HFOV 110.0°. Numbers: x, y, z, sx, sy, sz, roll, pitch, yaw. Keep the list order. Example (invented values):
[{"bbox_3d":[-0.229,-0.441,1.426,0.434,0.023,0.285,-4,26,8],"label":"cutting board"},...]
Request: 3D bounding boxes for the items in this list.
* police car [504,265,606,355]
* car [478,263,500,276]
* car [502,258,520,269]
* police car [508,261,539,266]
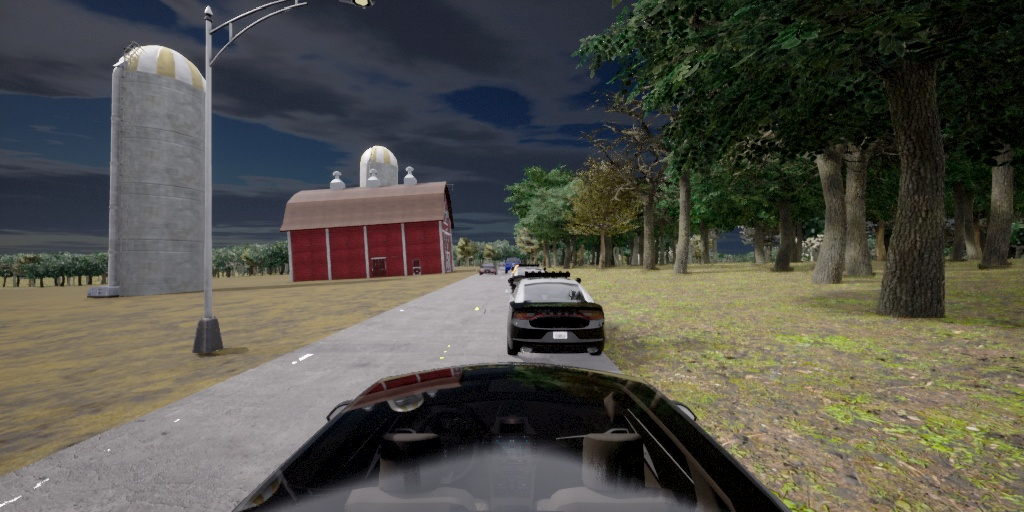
[{"bbox_3d":[0.850,1.187,8.837,1.930,1.638,5.238,0,0,0],"label":"police car"},{"bbox_3d":[-2.709,1.552,41.373,1.994,1.385,4.181,0,0,0],"label":"car"},{"bbox_3d":[0.200,1.261,47.317,2.150,2.045,5.566,0,0,0],"label":"car"},{"bbox_3d":[0.885,1.230,18.840,1.930,1.638,5.238,0,0,0],"label":"police car"}]
